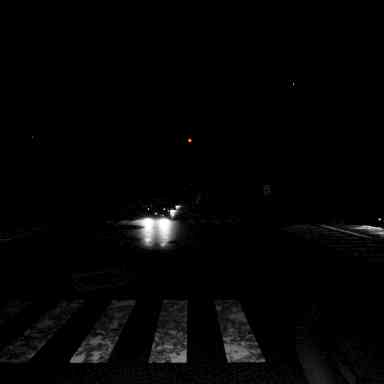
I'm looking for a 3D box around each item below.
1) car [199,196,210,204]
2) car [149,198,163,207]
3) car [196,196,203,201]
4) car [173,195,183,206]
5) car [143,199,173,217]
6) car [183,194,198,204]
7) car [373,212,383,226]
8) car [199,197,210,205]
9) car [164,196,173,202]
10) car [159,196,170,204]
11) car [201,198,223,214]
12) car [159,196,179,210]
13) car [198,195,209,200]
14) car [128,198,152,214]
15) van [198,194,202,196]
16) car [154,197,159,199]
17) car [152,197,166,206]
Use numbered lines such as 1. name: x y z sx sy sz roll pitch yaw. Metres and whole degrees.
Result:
1. car: 2.355 1.641 47.217 1.802 1.307 4.206 0 0 0
2. car: -5.662 1.653 52.738 1.802 1.307 4.206 0 0 0
3. car: 2.003 1.698 90.163 1.812 1.442 4.674 0 0 0
4. car: -3.098 1.644 57.578 1.994 1.385 4.181 0 0 0
5. car: -3.172 1.634 32.088 1.895 1.301 4.718 0 0 1
6. car: -0.259 1.661 63.761 1.994 1.385 4.181 0 0 0
7. car: 13.678 1.513 20.708 4.181 1.385 1.994 0 0 0
8. car: 2.377 1.647 63.749 2.008 1.369 4.403 0 0 0
9. car: -5.625 1.694 80.292 2.008 1.369 4.403 0 0 0
10. car: -5.640 1.552 69.271 1.967 1.590 4.097 0 0 0
11. car: 2.340 1.606 36.194 1.947 1.339 4.313 0 0 0
12. car: -3.138 1.617 44.027 1.994 1.385 4.181 0 0 0
13. car: 2.362 1.637 52.728 1.947 1.339 4.313 0 0 0
14. car: -5.685 1.480 36.206 1.967 1.590 4.097 0 0 0
15. van: 2.370 1.424 58.238 1.690 1.788 3.998 0 0 0
16. car: -5.677 1.489 41.717 1.967 1.590 4.097 0 0 0
17. car: -5.655 1.634 58.249 2.008 1.369 4.403 0 0 0
